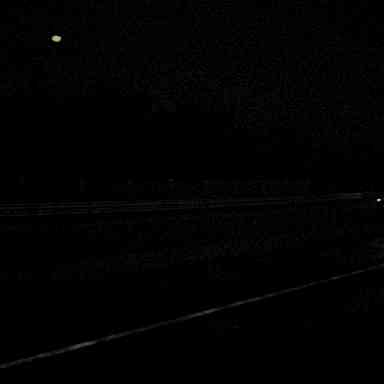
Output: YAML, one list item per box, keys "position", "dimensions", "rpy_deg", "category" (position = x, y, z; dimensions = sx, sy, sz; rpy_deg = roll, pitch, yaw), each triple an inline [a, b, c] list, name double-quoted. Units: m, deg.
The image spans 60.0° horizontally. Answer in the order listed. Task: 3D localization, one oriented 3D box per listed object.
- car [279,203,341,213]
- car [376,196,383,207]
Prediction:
- position: [7.937, 1.428, 22.328]
  dimensions: [5.357, 1.411, 2.033]
  rpy_deg: [-1, 1, -34]
  category: "car"
- position: [22.005, 0.845, 36.050]
  dimensions: [4.553, 1.767, 2.097]
  rpy_deg: [-2, 1, -33]
  category: "car"
